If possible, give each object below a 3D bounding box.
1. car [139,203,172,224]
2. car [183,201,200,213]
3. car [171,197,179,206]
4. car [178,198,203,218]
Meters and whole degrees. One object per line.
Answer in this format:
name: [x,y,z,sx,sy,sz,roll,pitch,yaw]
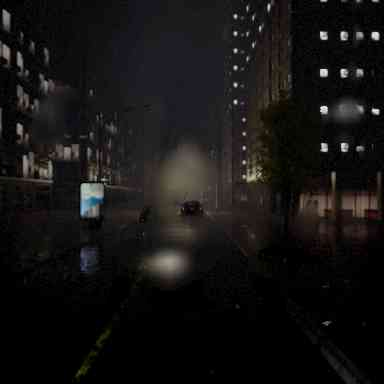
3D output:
car: [-2.923,1.759,26.286,1.994,1.385,4.181,0,0,0]
car: [-0.066,1.873,43.160,2.033,1.411,5.357,0,0,0]
car: [-2.966,1.882,66.462,2.097,1.767,4.553,0,-1,0]
car: [-0.007,1.596,32.640,2.097,1.767,4.553,0,0,0]
